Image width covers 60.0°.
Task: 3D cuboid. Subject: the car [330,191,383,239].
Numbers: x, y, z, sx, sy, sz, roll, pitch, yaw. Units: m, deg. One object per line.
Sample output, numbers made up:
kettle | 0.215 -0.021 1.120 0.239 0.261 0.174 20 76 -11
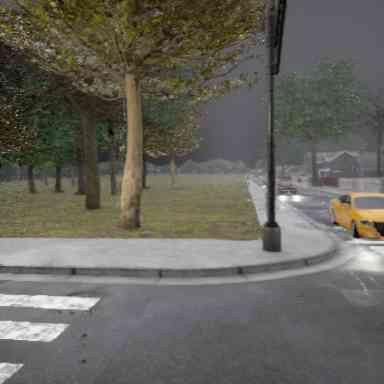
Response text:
car | 6.677 0.767 12.700 1.882 1.535 5.008 0 4 11

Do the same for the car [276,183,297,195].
car | 10.506 -0.378 37.120 1.895 1.301 4.718 0 3 9

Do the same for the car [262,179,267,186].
car | 15.153 -1.951 66.975 1.895 1.301 4.718 0 3 9
